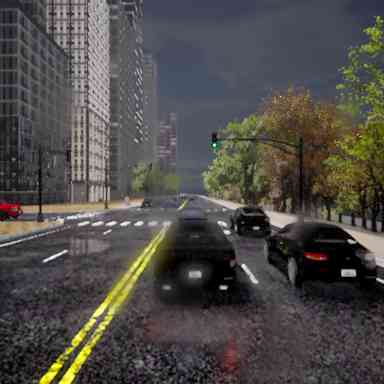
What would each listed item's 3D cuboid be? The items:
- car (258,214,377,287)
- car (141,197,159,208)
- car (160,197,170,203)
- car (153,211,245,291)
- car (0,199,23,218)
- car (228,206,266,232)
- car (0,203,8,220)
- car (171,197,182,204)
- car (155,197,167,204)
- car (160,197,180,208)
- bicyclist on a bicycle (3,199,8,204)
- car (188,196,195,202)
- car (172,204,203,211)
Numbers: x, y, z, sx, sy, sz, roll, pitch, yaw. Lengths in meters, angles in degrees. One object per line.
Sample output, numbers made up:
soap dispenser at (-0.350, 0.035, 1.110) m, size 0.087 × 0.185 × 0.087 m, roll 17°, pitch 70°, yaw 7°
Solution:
car at (3.317, 1.566, 9.360) m, size 1.812 × 1.442 × 4.674 m, roll 0°, pitch 0°, yaw 0°
car at (-6.676, 1.723, 51.365) m, size 1.837 × 1.490 × 4.892 m, roll 0°, pitch 0°, yaw 0°
car at (-6.638, 1.889, 81.818) m, size 2.033 × 1.411 × 5.357 m, roll 0°, pitch 0°, yaw 0°
car at (0.077, 1.517, 9.177) m, size 1.882 × 1.535 × 5.008 m, roll 0°, pitch 0°, yaw 0°
car at (-19.889, 1.664, 33.083) m, size 5.566 × 2.045 × 2.150 m, roll -1°, pitch 0°, yaw 0°
car at (3.298, 1.590, 19.472) m, size 1.837 × 1.490 × 4.892 m, roll 0°, pitch 0°, yaw 0°
car at (-19.346, 2.013, 29.832) m, size 4.181 × 1.385 × 1.994 m, roll -1°, pitch 0°, yaw 0°
car at (-3.374, 1.851, 73.200) m, size 2.033 × 1.411 × 5.357 m, roll 0°, pitch 0°, yaw 0°
car at (-6.621, 1.842, 71.282) m, size 2.033 × 1.411 × 5.357 m, roll 0°, pitch 0°, yaw 0°
car at (-3.427, 1.771, 52.709) m, size 2.033 × 1.411 × 5.357 m, roll 0°, pitch 0°, yaw 0°
bicyclist on a bicycle at (-24.724, 1.772, 43.952) m, size 0.582 × 1.620 × 1.656 m, roll -1°, pitch 1°, yaw 0°
car at (-0.158, 1.943, 93.348) m, size 2.033 × 1.411 × 5.357 m, roll 0°, pitch 0°, yaw 0°
car at (-0.022, 1.630, 19.378) m, size 2.033 × 1.411 × 5.357 m, roll 0°, pitch 0°, yaw -2°
